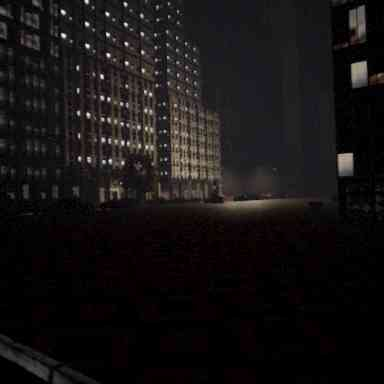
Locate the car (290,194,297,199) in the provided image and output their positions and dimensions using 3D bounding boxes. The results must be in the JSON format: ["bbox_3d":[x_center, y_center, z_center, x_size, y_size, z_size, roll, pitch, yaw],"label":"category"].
[{"bbox_3d":[26.100,1.187,90.081,1.752,1.417,4.829,-2,-1,35],"label":"car"}]

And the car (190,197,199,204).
[{"bbox_3d":[0.206,1.631,66.985,2.008,1.369,4.403,-2,-1,35],"label":"car"}]

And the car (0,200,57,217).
[{"bbox_3d":[-15.305,1.504,30.446,1.752,1.417,4.829,-2,-1,35],"label":"car"}]

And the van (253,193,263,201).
[{"bbox_3d":[13.219,1.092,71.621,1.690,1.788,3.998,-2,-1,35],"label":"van"}]

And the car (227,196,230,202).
[{"bbox_3d":[6.566,1.475,76.189,1.967,1.590,4.097,-2,-1,35],"label":"car"}]

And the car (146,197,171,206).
[{"bbox_3d":[-6.159,1.569,57.783,1.967,1.590,4.097,-2,-1,35],"label":"car"}]

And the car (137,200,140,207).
[{"bbox_3d":[-9.667,1.586,48.103,1.837,1.490,4.892,-2,-1,35],"label":"car"}]

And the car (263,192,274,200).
[{"bbox_3d":[16.414,1.168,76.202,1.967,1.590,4.097,-2,-1,35],"label":"car"}]

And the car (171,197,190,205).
[{"bbox_3d":[-2.975,1.649,62.383,1.887,1.381,4.507,-2,-1,35],"label":"car"}]

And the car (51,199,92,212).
[{"bbox_3d":[-15.797,1.733,43.838,1.752,1.417,4.829,-2,-1,35],"label":"car"}]

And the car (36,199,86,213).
[{"bbox_3d":[-15.517,1.679,39.662,2.033,1.411,5.357,-2,-1,35],"label":"car"}]

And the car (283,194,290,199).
[{"bbox_3d":[22.829,1.248,85.346,1.947,1.339,4.313,-2,-1,35],"label":"car"}]

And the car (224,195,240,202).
[{"bbox_3d":[9.750,1.557,80.789,1.887,1.381,4.507,-2,-1,35],"label":"car"}]

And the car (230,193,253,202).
[{"bbox_3d":[10.018,1.214,67.045,1.967,1.590,4.097,-2,-1,35],"label":"car"}]

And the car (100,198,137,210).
[{"bbox_3d":[-9.049,1.506,39.493,1.802,1.307,4.206,-2,-1,35],"label":"car"}]

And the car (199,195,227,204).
[{"bbox_3d":[3.759,1.346,58.001,1.752,1.417,4.829,-2,-1,35],"label":"car"}]

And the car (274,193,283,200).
[{"bbox_3d":[19.608,1.020,80.782,2.192,1.841,5.009,-2,-1,35],"label":"car"}]

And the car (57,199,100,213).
[{"bbox_3d":[-12.228,1.391,34.901,1.967,1.590,4.097,-2,-1,35],"label":"car"}]
